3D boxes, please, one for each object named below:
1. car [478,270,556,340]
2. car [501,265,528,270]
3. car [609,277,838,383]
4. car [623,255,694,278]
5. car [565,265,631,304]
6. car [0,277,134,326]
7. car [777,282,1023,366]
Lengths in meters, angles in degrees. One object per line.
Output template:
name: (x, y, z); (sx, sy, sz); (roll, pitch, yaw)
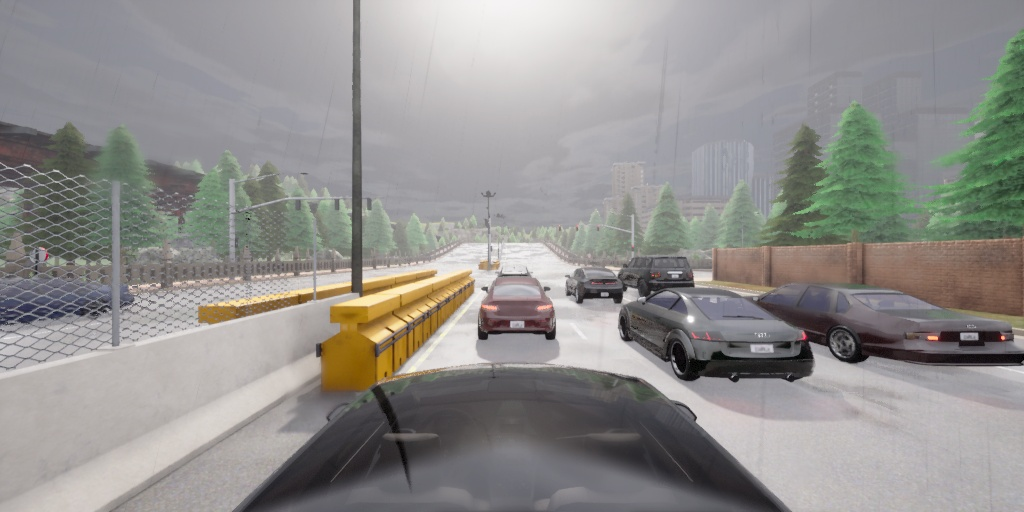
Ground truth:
car: (0.112, 1.276, 9.851); (1.812, 1.442, 4.674); (0, 0, 0)
car: (0.123, 1.241, 19.097); (2.128, 1.511, 4.902); (0, 0, 0)
car: (3.612, 1.314, 7.220); (1.994, 1.385, 4.181); (0, 0, -1)
car: (7.120, 0.972, 18.326); (2.150, 2.045, 5.566); (0, 0, 0)
car: (3.618, 1.255, 16.387); (1.837, 1.490, 4.892); (0, 0, 0)
car: (-14.051, 1.297, 9.977); (2.033, 1.411, 5.357); (0, 0, 0)
car: (7.109, 1.297, 8.084); (2.033, 1.411, 5.357); (0, 0, 0)
